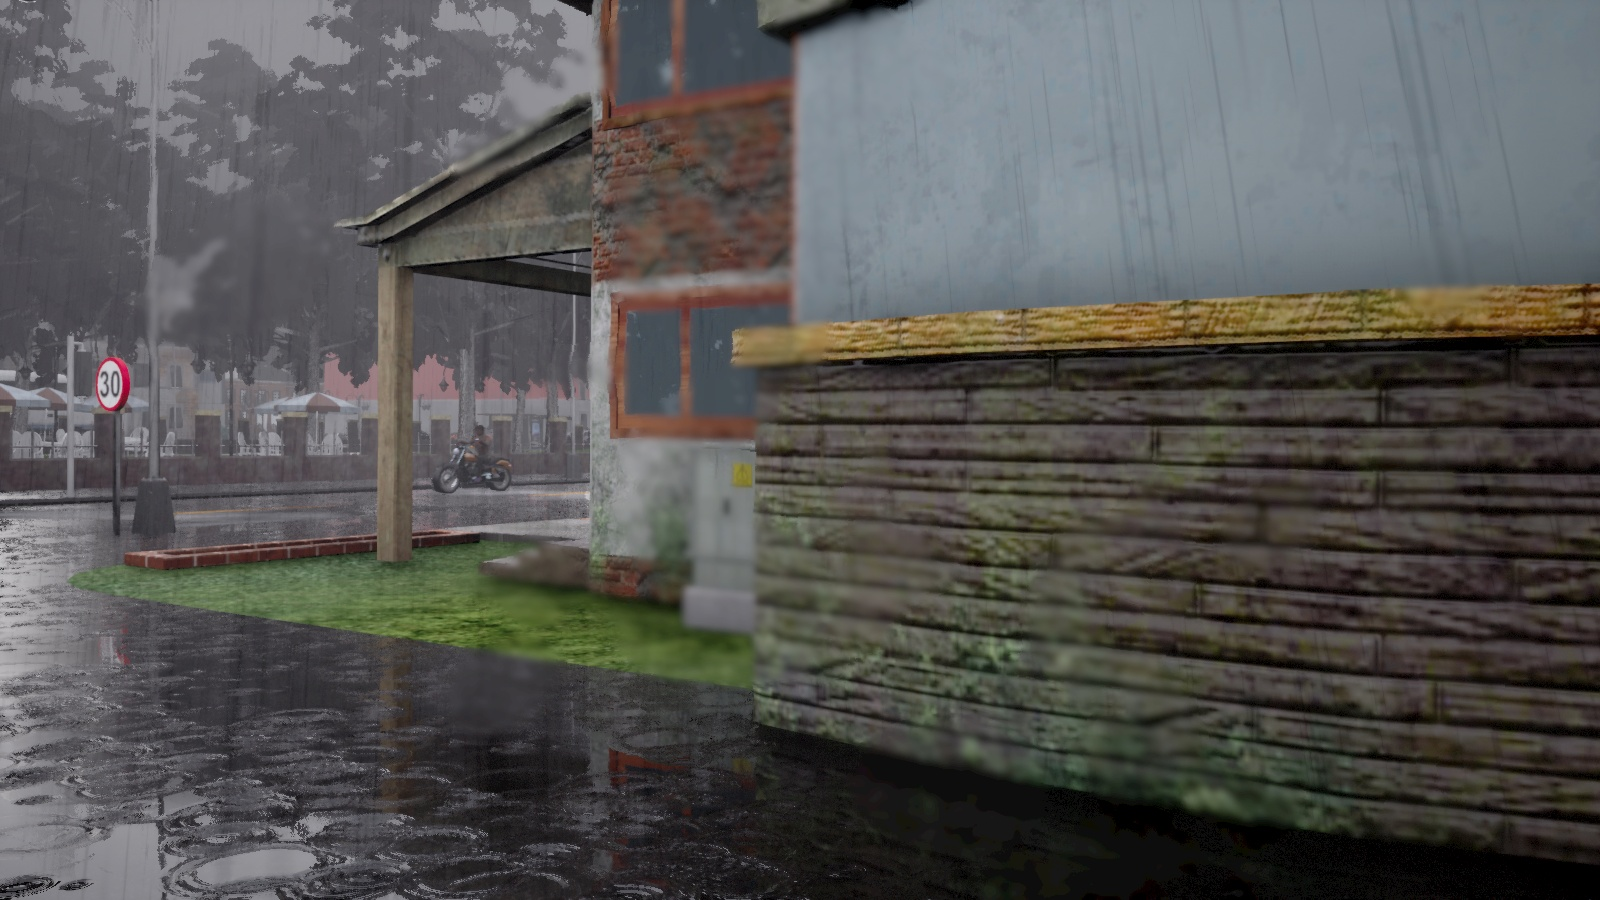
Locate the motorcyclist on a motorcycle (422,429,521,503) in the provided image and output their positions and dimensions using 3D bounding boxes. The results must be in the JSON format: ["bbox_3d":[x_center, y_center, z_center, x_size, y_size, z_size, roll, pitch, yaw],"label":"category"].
[{"bbox_3d":[-7.701,0.348,29.588,0.766,1.649,2.350,0,1,32],"label":"motorcyclist on a motorcycle"}]

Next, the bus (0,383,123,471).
[{"bbox_3d":[-40.035,-1.138,62.682,3.944,4.253,10.273,0,1,33],"label":"bus"}]
